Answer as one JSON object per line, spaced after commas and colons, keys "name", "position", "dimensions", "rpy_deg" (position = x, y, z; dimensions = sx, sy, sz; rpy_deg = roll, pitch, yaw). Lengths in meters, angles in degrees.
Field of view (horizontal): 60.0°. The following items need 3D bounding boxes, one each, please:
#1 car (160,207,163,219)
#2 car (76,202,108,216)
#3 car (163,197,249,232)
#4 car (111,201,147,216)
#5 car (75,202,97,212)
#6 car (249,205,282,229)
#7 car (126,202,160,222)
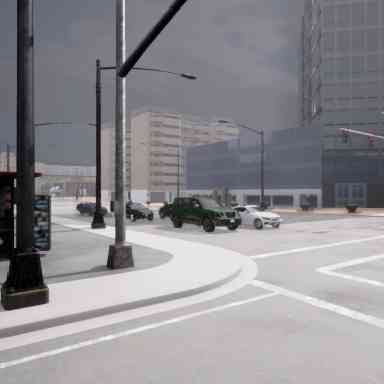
{"name": "car", "position": [-1.340, 1.740, 30.122], "dimensions": [1.812, 1.442, 4.674], "rpy_deg": [0, -1, -36]}
{"name": "car", "position": [-11.361, 1.939, 37.918], "dimensions": [2.033, 1.411, 5.357], "rpy_deg": [0, -1, -36]}
{"name": "car", "position": [0.693, 1.335, 21.304], "dimensions": [2.150, 2.045, 5.566], "rpy_deg": [0, -1, -36]}
{"name": "car", "position": [-7.299, 1.852, 38.280], "dimensions": [2.128, 1.511, 4.902], "rpy_deg": [0, -1, -36]}
{"name": "car", "position": [-16.228, 2.193, 50.729], "dimensions": [1.994, 1.385, 4.181], "rpy_deg": [0, -1, -36]}
{"name": "car", "position": [3.961, 1.635, 22.735], "dimensions": [1.812, 1.442, 4.674], "rpy_deg": [0, -1, -35]}
{"name": "car", "position": [-5.114, 1.741, 29.302], "dimensions": [1.837, 1.490, 4.892], "rpy_deg": [0, -1, -36]}
